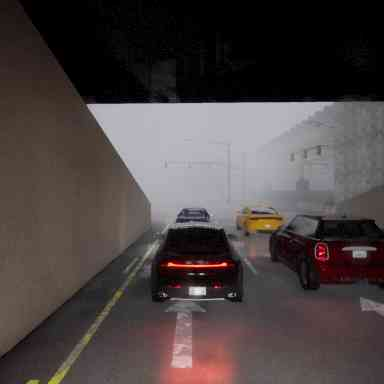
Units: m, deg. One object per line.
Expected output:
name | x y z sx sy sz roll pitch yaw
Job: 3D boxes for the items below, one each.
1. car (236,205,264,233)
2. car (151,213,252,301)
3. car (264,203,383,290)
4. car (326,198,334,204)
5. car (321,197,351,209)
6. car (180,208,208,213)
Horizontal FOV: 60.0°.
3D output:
car | 3.633 1.478 18.429 1.882 1.535 5.008 0 0 0
car | 0.106 1.505 8.304 1.837 1.490 4.892 0 0 0
car | 3.599 1.352 9.238 2.097 1.767 4.553 0 0 0
car | 17.616 1.453 40.596 4.974 1.542 2.038 0 0 -45
car | 17.653 1.295 40.633 4.536 1.218 1.853 0 0 -45
car | 0.102 1.547 18.050 2.033 1.411 5.357 0 0 3
